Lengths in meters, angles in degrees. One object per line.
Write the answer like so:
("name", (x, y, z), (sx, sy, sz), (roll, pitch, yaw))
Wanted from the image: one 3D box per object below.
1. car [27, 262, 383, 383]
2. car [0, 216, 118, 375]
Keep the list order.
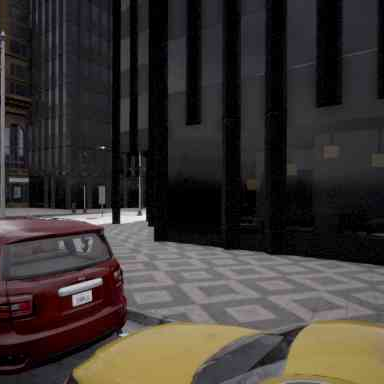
("car", (1.064, 1.525, 2.200), (4.829, 1.417, 1.752), (0, 0, 35))
("car", (-3.217, 1.314, 5.249), (5.009, 1.841, 2.192), (0, 0, 35))
